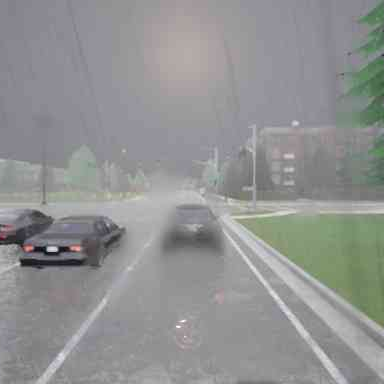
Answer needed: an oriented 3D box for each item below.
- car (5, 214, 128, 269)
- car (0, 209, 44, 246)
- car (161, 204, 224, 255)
[{"bbox_3d":[-3.481,1.462,10.828,2.033,1.411,5.357,0,0,0],"label":"car"},{"bbox_3d":[-6.952,1.417,13.665,1.812,1.442,4.674,0,1,1],"label":"car"},{"bbox_3d":[0.041,1.249,12.920,2.097,1.767,4.553,0,0,1],"label":"car"}]
